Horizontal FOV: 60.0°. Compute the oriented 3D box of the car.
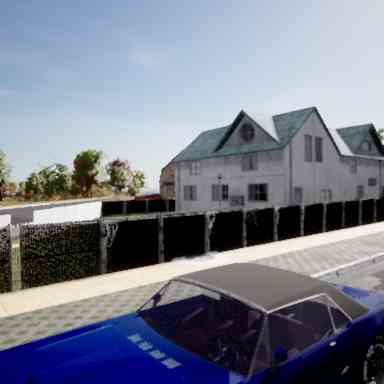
[{"bbox_3d":[0.309,1.556,3.375,4.718,1.301,1.895,-2,1,-38],"label":"car"}]
